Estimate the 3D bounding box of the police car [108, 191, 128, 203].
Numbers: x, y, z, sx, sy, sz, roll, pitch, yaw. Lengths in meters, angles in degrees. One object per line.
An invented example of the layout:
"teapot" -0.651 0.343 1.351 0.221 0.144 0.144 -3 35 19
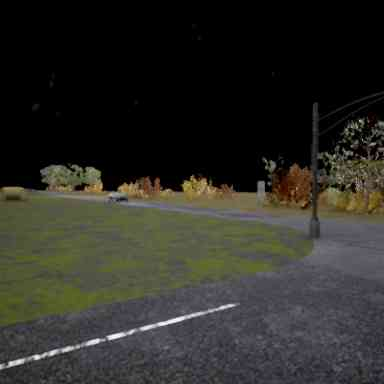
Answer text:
"police car" -11.145 0.703 50.087 1.930 1.638 5.238 1 0 -32
